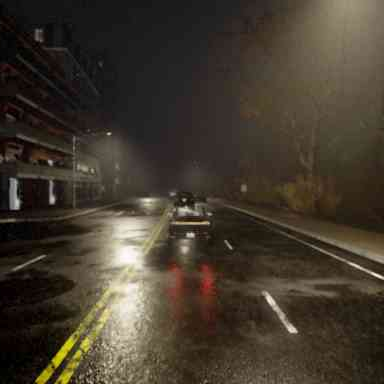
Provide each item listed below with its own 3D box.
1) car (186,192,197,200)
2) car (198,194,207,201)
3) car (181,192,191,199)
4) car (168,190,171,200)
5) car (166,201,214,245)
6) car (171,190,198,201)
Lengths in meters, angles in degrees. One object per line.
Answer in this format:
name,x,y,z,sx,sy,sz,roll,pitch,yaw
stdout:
car,-0.130,0.863,67.548,1.882,1.535,5.008,0,0,-5
car,1.199,1.010,53.083,2.128,1.511,4.902,0,0,-4
car,-1.389,0.754,78.958,1.882,1.535,5.008,0,1,-7
car,-3.939,0.568,72.481,2.150,2.045,5.566,0,1,-6
car,-0.107,1.363,14.697,2.128,1.511,4.902,0,0,-1
car,-0.897,0.908,35.526,2.150,2.045,5.566,0,1,-3
